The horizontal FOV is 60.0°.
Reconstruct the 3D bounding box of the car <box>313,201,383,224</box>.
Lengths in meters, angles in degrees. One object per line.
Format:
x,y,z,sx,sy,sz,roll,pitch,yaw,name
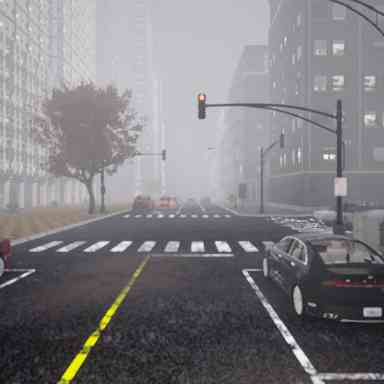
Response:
10.291,1.427,20.928,4.718,1.301,1.895,-1,0,-2,car

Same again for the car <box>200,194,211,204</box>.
2.587,1.565,61.595,1.947,1.339,4.313,0,0,0,car

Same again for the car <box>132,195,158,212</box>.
-5.758,1.307,39.490,2.192,1.841,5.009,0,0,0,car

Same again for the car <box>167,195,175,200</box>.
-5.849,1.584,94.719,2.008,1.369,4.403,0,0,0,car

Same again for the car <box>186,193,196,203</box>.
-0.115,1.551,68.821,2.033,1.411,5.357,0,0,0,car

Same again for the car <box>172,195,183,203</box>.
-3.119,1.517,71.995,2.128,1.511,4.902,0,0,0,car

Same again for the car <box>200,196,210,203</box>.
2.577,1.528,67.288,1.752,1.417,4.829,0,0,0,car

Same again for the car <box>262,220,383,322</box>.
2.676,1.546,7.116,2.008,1.369,4.403,0,0,0,car

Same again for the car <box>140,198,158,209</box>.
-5.767,1.559,45.013,1.947,1.339,4.313,0,0,0,car

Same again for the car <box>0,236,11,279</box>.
-5.704,1.540,7.102,1.887,1.381,4.507,0,0,0,car

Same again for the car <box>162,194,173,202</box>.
-5.822,1.327,78.150,2.192,1.841,5.009,0,0,0,car

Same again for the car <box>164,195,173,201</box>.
-5.830,1.570,83.673,2.008,1.369,4.403,0,0,0,car

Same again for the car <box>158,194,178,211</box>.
-3.166,1.344,40.962,2.097,1.767,4.553,0,0,0,car

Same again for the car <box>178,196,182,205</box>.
-3.178,1.502,56.130,1.837,1.490,4.892,0,0,0,car

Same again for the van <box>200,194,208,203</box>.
2.568,1.348,72.641,1.690,1.788,3.998,0,0,0,van

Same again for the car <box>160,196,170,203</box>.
-5.812,1.573,72.628,1.947,1.339,4.313,0,0,0,car
